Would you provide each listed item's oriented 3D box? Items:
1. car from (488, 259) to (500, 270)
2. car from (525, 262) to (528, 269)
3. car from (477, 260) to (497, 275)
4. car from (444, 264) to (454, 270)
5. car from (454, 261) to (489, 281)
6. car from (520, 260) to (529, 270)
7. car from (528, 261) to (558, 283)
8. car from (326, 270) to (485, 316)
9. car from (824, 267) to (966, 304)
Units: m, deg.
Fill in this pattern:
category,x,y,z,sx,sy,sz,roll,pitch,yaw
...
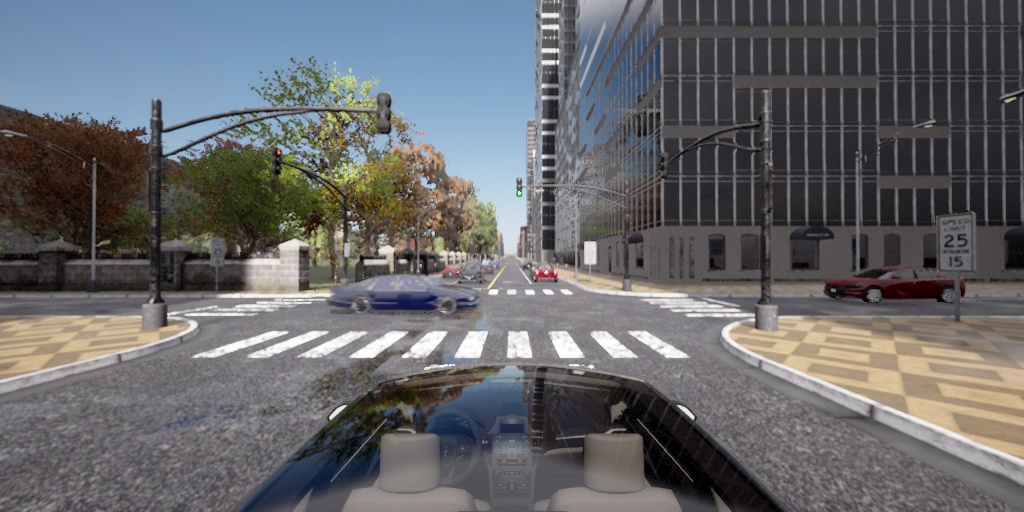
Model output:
category,x,y,z,sx,sy,sz,roll,pitch,yaw
car,-3.084,1.567,61.625,1.812,1.442,4.674,0,0,0
car,2.652,1.484,35.553,1.948,1.339,4.313,0,0,0
car,-3.141,1.518,42.741,1.994,1.385,4.181,0,0,0
car,-5.729,1.464,35.540,1.888,1.381,4.507,0,0,0
car,-3.129,1.387,28.497,1.837,1.490,4.892,0,0,0
car,2.625,1.593,58.277,1.948,1.339,4.313,0,0,0
car,2.658,1.330,29.872,1.967,1.591,4.097,0,0,0
car,-3.856,1.359,13.201,5.357,1.411,2.033,0,0,1
car,16.765,1.248,15.878,5.008,1.535,1.882,0,-1,1
